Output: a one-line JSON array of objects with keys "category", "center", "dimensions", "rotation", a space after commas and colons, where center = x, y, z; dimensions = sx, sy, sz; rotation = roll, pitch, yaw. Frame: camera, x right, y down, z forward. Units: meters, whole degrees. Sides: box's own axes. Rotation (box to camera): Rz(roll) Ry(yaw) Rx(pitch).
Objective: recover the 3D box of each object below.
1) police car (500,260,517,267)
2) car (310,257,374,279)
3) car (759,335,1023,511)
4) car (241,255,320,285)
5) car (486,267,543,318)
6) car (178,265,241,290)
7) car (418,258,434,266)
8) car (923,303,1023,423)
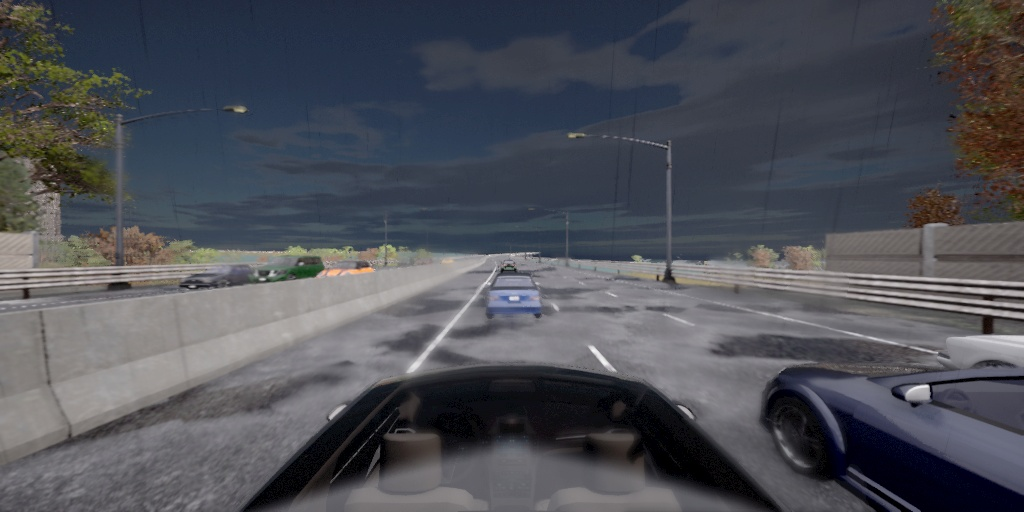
[{"category": "police car", "center": [-0.402, 1.243, 43.607], "dimensions": [2.038, 1.542, 4.974], "rotation": [0, 0, -1]}, {"category": "car", "center": [-10.740, 1.102, 23.467], "dimensions": [2.097, 1.767, 4.553], "rotation": [0, 0, -1]}, {"category": "car", "center": [3.592, 1.313, 2.052], "dimensions": [1.994, 1.385, 4.181], "rotation": [0, 0, 0]}, {"category": "car", "center": [-14.238, 0.973, 23.194], "dimensions": [2.150, 2.045, 5.566], "rotation": [0, 0, -1]}, {"category": "car", "center": [0.059, 1.297, 13.018], "dimensions": [2.033, 1.411, 5.357], "rotation": [0, 0, 0]}, {"category": "car", "center": [-17.728, 1.299, 22.520], "dimensions": [2.033, 1.411, 5.357], "rotation": [0, 0, -1]}, {"category": "car", "center": [-15.091, 1.077, 63.274], "dimensions": [2.097, 1.767, 4.553], "rotation": [0, 0, -2]}, {"category": "car", "center": [7.094, 1.349, 3.006], "dimensions": [1.895, 1.301, 4.718], "rotation": [0, 0, 0]}]
